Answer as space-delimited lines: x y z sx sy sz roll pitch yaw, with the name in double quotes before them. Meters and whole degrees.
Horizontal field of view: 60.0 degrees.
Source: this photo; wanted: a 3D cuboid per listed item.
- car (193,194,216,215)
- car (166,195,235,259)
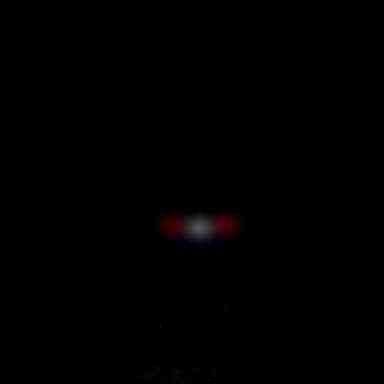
"car" 1.126 1.043 29.462 1.882 1.535 5.008 0 1 3
"car" 0.348 1.103 12.292 2.150 2.045 5.566 0 1 3
